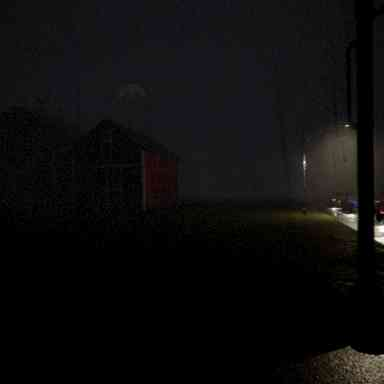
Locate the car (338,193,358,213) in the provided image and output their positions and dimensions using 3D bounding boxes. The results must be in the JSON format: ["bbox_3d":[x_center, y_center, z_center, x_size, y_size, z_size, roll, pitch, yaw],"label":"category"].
[{"bbox_3d":[16.163,1.188,32.842,1.882,1.535,5.008,-1,0,15],"label":"car"}]

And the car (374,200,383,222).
[{"bbox_3d":[13.780,1.310,23.799,1.812,1.442,4.674,-1,0,15],"label":"car"}]

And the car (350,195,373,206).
[{"bbox_3d":[23.220,1.107,45.764,1.994,1.385,4.181,-1,0,15],"label":"car"}]

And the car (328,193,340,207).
[{"bbox_3d":[18.742,0.980,42.478,2.097,1.767,4.553,-1,0,15],"label":"car"}]

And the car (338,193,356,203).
[{"bbox_3d":[25.644,0.965,55.044,1.837,1.490,4.892,-1,0,15],"label":"car"}]
